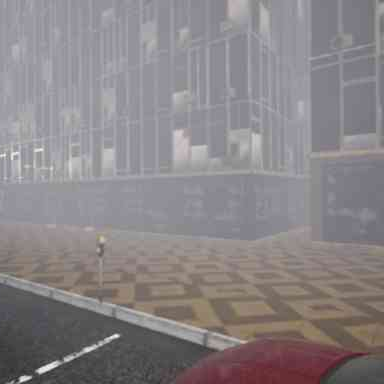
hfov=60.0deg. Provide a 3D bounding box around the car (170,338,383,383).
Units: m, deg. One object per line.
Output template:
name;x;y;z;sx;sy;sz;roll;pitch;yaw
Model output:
car;1.777;1.539;1.611;4.507;1.381;1.887;-1;0;35
